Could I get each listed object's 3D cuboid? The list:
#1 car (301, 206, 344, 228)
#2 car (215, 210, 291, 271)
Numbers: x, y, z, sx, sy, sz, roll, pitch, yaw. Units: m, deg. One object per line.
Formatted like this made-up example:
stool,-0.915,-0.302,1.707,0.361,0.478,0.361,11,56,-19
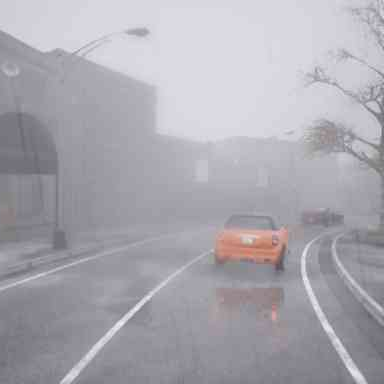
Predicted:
car,9.987,1.810,25.235,1.882,1.535,5.008,1,0,41
car,2.314,1.465,11.741,2.097,1.767,4.553,1,-1,19
